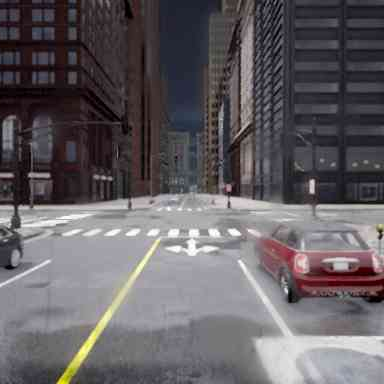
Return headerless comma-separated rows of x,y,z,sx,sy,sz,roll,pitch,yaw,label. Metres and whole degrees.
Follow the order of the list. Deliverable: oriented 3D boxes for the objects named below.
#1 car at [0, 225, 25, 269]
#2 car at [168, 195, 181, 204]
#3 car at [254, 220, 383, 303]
-5.766,1.500,8.103,2.008,1.369,4.403,0,0,0,car
-3.003,1.249,55.323,1.812,1.442,4.674,0,2,0,car
2.758,1.389,8.104,1.967,1.590,4.097,0,0,0,car
